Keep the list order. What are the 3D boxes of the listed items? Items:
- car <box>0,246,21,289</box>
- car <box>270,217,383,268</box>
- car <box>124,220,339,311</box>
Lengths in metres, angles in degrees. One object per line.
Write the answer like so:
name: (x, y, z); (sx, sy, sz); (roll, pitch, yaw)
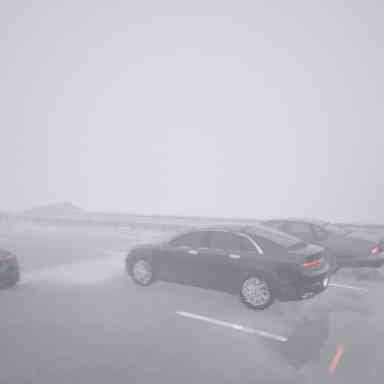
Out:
car: (-5.962, 1.561, 7.829); (4.181, 1.385, 1.994); (0, 0, 33)
car: (2.980, 1.509, 10.358); (5.357, 1.411, 2.033); (0, 0, 34)
car: (0.545, 1.482, 7.739); (4.892, 1.490, 1.837); (0, 0, 34)
